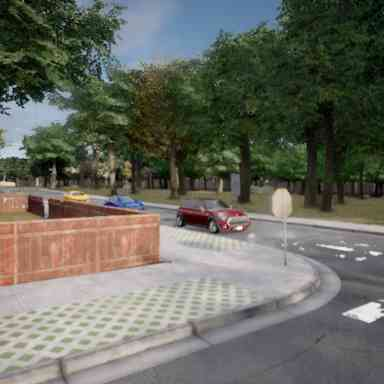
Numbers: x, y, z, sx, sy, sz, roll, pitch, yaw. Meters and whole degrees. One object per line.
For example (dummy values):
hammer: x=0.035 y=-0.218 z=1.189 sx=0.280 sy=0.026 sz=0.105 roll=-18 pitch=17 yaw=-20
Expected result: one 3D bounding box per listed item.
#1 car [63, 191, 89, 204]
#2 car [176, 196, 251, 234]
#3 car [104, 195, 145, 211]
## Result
car: x=-13.437 y=0.663 z=38.536 sx=1.882 sy=1.535 sz=5.008 roll=-2 pitch=4 yaw=-35
car: x=1.040 y=1.131 z=18.094 sx=2.097 sy=1.767 sz=4.553 roll=-2 pitch=2 yaw=-35
car: x=-5.680 y=1.020 z=27.572 sx=1.882 sy=1.535 sz=5.008 roll=-2 pitch=3 yaw=-35
